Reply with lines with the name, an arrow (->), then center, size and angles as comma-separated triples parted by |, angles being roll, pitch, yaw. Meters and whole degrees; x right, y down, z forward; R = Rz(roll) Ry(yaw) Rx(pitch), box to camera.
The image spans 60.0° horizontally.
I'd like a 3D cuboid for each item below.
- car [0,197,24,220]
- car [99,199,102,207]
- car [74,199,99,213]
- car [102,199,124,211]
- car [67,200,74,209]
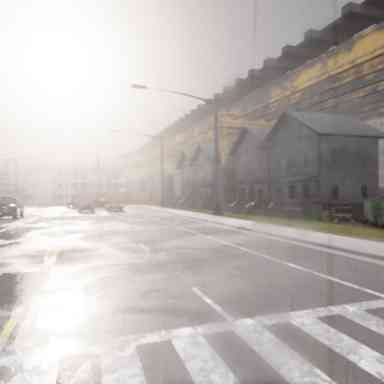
car -> -17.108, 1.496, 30.919 | 2.150, 2.045, 5.566 | -1, 0, -18
car -> -14.450, 1.749, 52.156 | 1.812, 1.442, 4.674 | -1, 0, -36
car -> -13.001, 1.751, 40.870 | 2.033, 1.411, 5.357 | -1, 0, -20
car -> -10.179, 1.756, 43.269 | 1.895, 1.301, 4.718 | -1, 0, -21
car -> -17.414, 1.875, 50.292 | 1.895, 1.301, 4.718 | -1, 0, -36
